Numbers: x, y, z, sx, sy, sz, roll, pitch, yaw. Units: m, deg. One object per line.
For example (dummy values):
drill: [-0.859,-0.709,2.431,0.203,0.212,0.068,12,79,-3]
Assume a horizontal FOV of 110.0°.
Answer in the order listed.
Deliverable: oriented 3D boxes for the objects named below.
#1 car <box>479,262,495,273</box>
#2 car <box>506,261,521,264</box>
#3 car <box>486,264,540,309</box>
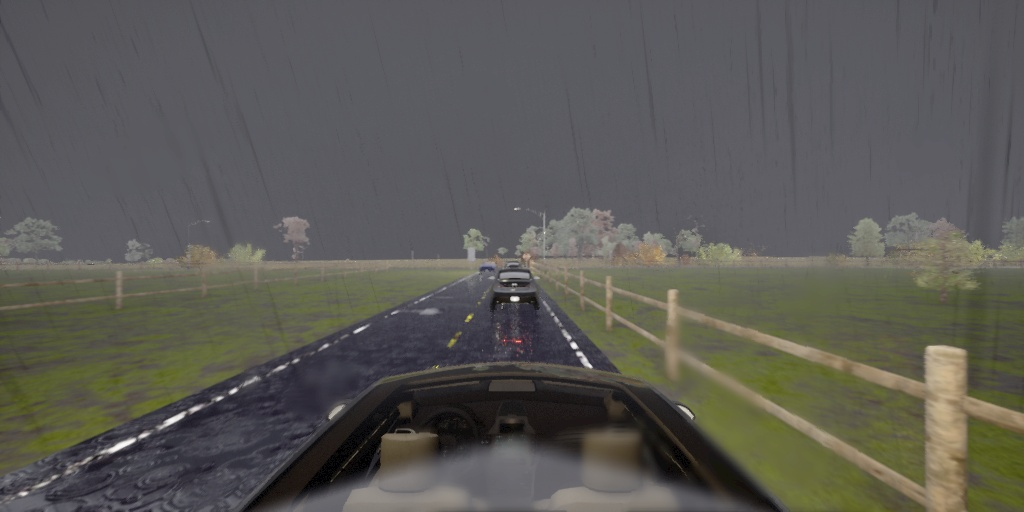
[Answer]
car: [-2.792,1.338,42.248,1.895,1.301,4.718,0,0,0]
car: [0.110,1.244,34.045,1.837,1.490,4.892,0,0,0]
car: [0.103,1.252,14.911,1.837,1.490,4.892,0,0,0]
